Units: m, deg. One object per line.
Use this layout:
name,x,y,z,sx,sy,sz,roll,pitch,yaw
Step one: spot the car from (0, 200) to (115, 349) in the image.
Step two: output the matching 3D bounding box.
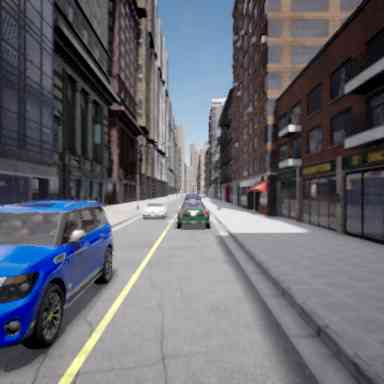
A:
car,-3.085,1.216,6.598,2.150,2.045,5.566,0,0,0

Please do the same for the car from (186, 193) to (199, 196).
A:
car,0.097,1.198,42.960,2.150,2.045,5.566,0,0,0

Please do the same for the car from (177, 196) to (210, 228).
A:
car,0.095,1.334,22.301,2.097,1.767,4.553,0,0,0

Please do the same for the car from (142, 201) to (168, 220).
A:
car,-3.049,1.505,28.188,1.812,1.442,4.674,0,0,0
